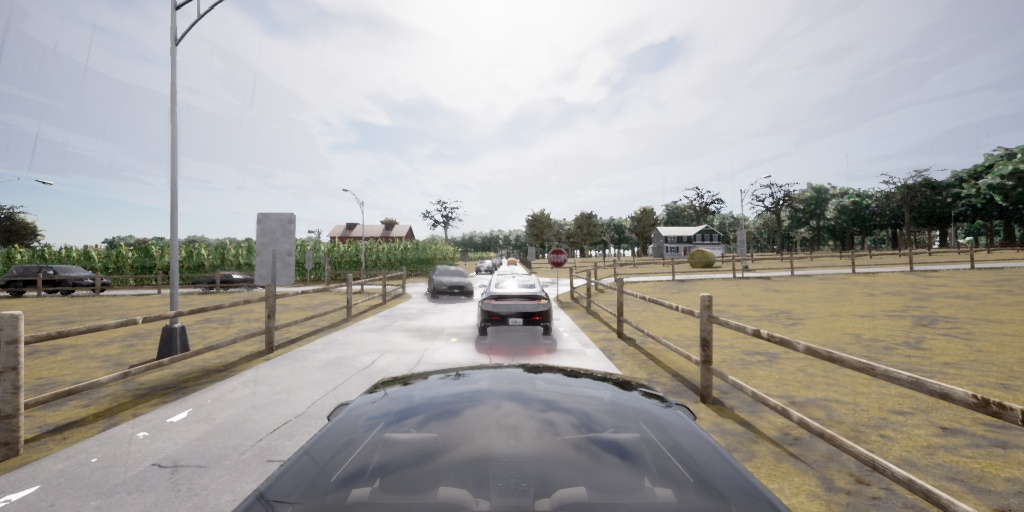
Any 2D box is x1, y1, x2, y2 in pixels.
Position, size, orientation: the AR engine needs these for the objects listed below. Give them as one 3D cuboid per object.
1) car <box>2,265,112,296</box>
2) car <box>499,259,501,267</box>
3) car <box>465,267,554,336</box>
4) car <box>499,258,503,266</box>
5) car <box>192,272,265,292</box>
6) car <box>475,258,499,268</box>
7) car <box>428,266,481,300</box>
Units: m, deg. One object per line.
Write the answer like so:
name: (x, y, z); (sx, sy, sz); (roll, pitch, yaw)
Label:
car: (-31.027, 1.612, 24.538); (5.566, 2.045, 2.150); (-1, -2, 0)
car: (-2.917, 1.321, 49.172); (1.895, 1.301, 4.718); (0, 0, 0)
car: (0.057, 1.245, 10.380); (2.128, 1.511, 4.902); (0, 0, -1)
car: (-2.922, 1.235, 59.402); (1.812, 1.442, 4.674); (0, 0, 1)
car: (-18.814, 1.741, 24.548); (4.718, 1.301, 1.895); (-1, -2, 0)
car: (-2.951, 1.222, 39.978); (2.128, 1.511, 4.902); (0, 0, 1)
car: (-3.093, 1.255, 17.883); (1.837, 1.490, 4.892); (3, -1, -17)
